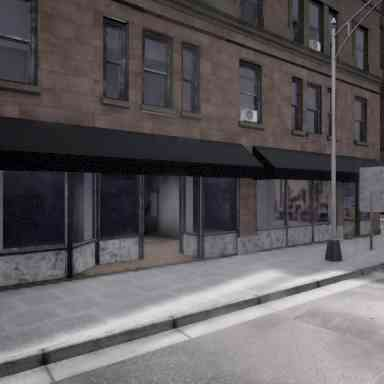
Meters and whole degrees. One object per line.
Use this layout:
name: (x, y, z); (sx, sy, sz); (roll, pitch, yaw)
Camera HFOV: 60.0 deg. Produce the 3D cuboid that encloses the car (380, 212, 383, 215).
car: (15.884, 1.146, 28.139); (2.097, 1.767, 4.553); (0, 1, -36)
